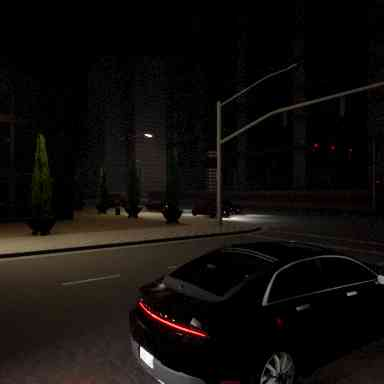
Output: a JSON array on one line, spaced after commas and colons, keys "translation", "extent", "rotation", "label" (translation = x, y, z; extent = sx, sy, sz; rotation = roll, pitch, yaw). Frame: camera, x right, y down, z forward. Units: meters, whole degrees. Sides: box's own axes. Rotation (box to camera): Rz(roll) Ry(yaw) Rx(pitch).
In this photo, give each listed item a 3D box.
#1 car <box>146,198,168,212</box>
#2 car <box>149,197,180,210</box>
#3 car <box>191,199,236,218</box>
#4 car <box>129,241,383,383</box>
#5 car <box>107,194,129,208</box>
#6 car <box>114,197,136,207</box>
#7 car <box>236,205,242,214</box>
[{"translation": [-3.409, 1.656, 38.214], "extent": [1.895, 1.301, 4.718], "rotation": [0, 0, -36], "label": "car"}, {"translation": [-3.758, 1.533, 44.668], "extent": [1.882, 1.535, 5.008], "rotation": [0, 0, -36], "label": "car"}, {"translation": [1.731, 1.619, 31.118], "extent": [1.994, 1.385, 4.181], "rotation": [0, 0, -36], "label": "car"}, {"translation": [1.502, 1.505, 4.926], "extent": [4.892, 1.490, 1.837], "rotation": [0, 0, -35], "label": "car"}, {"translation": [-11.516, 1.278, 49.434], "extent": [2.150, 2.045, 5.566], "rotation": [0, 0, -36], "label": "car"}, {"translation": [-11.077, 1.581, 54.831], "extent": [1.812, 1.442, 4.674], "rotation": [0, 0, -36], "label": "car"}, {"translation": [3.175, 1.560, 35.091], "extent": [1.837, 1.490, 4.892], "rotation": [0, 0, -36], "label": "car"}]
